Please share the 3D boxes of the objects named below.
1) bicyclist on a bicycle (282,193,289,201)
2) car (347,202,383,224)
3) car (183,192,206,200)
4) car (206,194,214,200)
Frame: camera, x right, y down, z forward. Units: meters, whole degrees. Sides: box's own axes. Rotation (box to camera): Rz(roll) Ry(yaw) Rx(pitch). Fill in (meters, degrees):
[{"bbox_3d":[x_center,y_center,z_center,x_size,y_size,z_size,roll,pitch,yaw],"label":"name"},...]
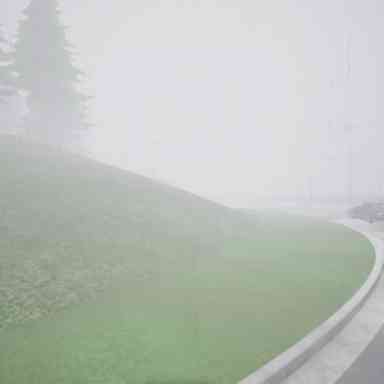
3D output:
[{"bbox_3d":[18.074,0.972,64.363,1.656,1.620,0.582,-1,0,-26],"label":"bicyclist on a bicycle"},{"bbox_3d":[12.603,1.381,23.143,2.033,1.411,5.357,0,0,6],"label":"car"},{"bbox_3d":[0.539,0.976,83.220,2.150,2.045,5.566,-1,0,-26],"label":"car"},{"bbox_3d":[3.705,1.261,84.719,2.033,1.411,5.357,-1,0,-26],"label":"car"}]
